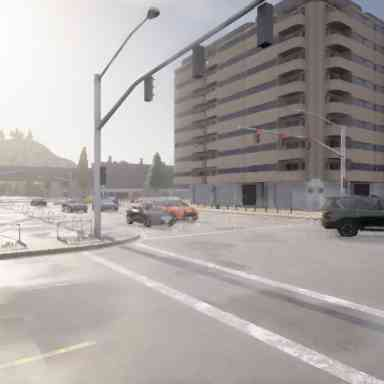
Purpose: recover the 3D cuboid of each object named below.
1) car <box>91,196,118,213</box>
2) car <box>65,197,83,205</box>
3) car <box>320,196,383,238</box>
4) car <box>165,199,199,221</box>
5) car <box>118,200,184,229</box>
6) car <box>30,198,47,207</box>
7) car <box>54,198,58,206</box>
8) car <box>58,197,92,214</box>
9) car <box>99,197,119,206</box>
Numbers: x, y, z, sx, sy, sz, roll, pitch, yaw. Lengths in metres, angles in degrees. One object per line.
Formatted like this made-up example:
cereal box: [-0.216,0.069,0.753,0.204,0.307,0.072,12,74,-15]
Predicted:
car: [-10.222,1.581,39.009,1.812,1.442,4.674,0,0,-35]
car: [-22.087,1.619,62.139,1.994,1.385,4.181,0,0,-35]
car: [9.423,1.248,16.798,5.566,2.045,2.150,0,1,19]
car: [-1.414,1.408,26.556,2.097,1.767,4.553,0,0,-35]
car: [-2.895,1.547,22.505,2.128,1.511,4.902,0,0,-34]
car: [-24.664,1.656,53.494,1.895,1.301,4.718,0,0,-35]
car: [-21.546,1.582,55.136,1.812,1.442,4.674,0,0,-35]
car: [-13.090,1.562,36.988,1.837,1.490,4.892,0,-1,-35]
car: [-14.280,1.581,57.170,1.812,1.442,4.674,0,0,-35]
